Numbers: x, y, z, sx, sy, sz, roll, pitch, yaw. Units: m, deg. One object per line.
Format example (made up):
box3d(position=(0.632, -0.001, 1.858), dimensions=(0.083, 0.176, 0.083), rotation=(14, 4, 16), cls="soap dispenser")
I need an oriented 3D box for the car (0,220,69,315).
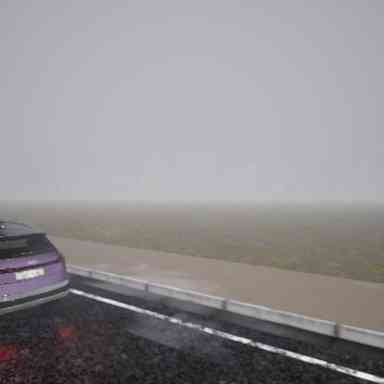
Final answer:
box3d(position=(-4.476, 1.397, 6.758), dimensions=(4.856, 1.649, 2.033), rotation=(0, 0, 36), cls="car")
